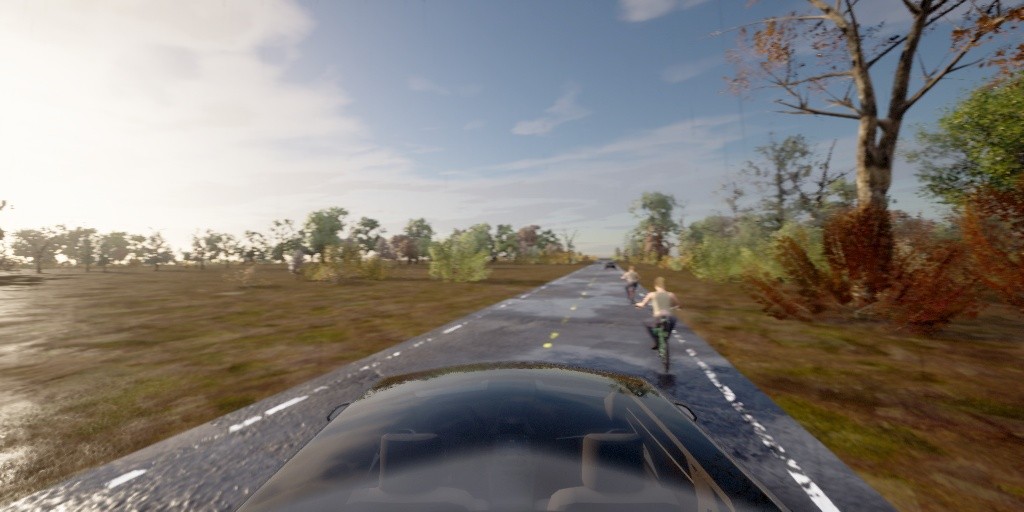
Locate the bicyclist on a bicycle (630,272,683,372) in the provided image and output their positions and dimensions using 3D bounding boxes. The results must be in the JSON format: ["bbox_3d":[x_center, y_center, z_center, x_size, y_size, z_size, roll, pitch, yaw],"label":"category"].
[{"bbox_3d":[2.754,1.185,6.645,0.866,1.612,1.509,-2,-1,15],"label":"bicyclist on a bicycle"}]

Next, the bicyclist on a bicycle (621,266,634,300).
[{"bbox_3d":[5.184,1.230,15.538,0.866,1.612,1.509,-1,-1,15],"label":"bicyclist on a bicycle"}]

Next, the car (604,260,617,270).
[{"bbox_3d":[16.492,1.535,60.071,1.837,1.490,4.892,-1,-1,15],"label":"car"}]
